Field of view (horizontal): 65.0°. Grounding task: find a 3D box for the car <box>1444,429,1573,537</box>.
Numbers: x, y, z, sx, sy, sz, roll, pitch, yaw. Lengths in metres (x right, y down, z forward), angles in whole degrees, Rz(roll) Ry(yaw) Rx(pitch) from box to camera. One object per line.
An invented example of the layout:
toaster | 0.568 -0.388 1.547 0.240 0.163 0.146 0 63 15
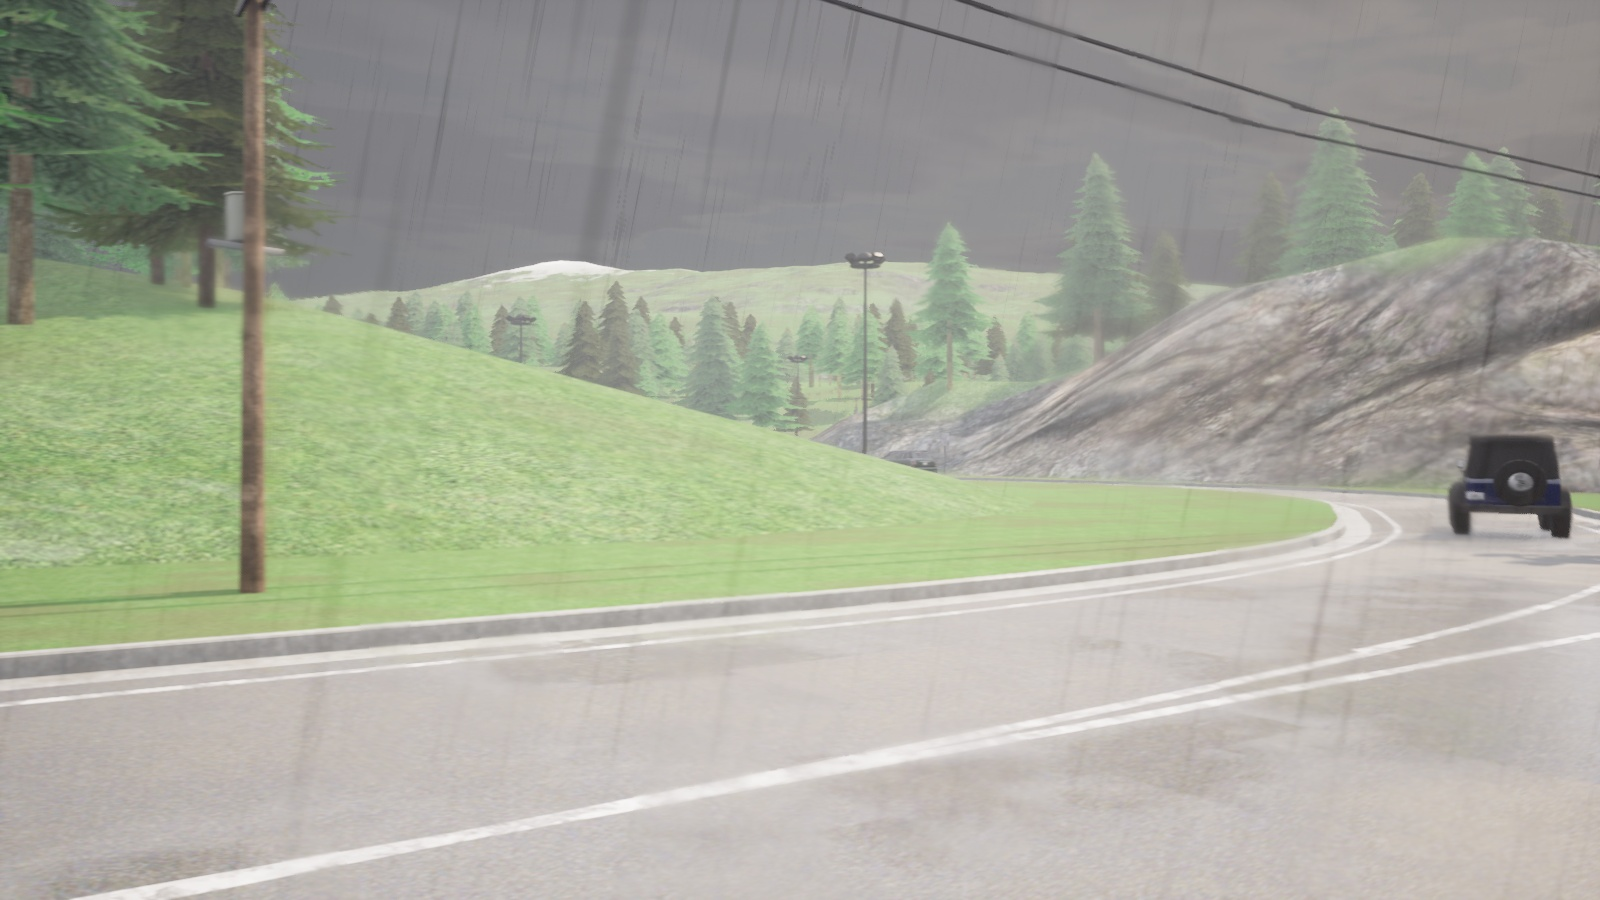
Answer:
car | 13.383 0.571 23.911 1.905 1.878 3.866 0 0 26

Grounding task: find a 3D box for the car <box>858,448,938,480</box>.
car | 5.516 0.766 70.991 2.097 1.767 4.553 0 0 -34
